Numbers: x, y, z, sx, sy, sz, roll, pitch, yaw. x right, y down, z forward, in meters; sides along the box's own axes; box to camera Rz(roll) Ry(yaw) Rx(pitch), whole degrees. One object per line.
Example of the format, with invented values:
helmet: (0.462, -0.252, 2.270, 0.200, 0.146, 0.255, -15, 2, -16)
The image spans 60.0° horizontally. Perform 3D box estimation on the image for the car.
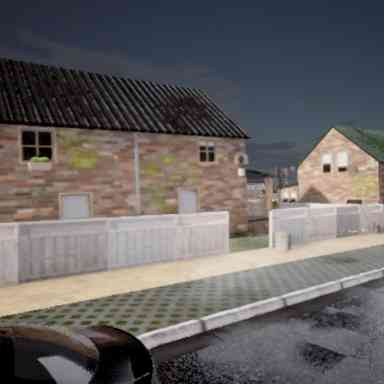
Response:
car: (-2.253, 1.529, 1.454, 4.674, 1.442, 1.812, 0, 0, -35)
